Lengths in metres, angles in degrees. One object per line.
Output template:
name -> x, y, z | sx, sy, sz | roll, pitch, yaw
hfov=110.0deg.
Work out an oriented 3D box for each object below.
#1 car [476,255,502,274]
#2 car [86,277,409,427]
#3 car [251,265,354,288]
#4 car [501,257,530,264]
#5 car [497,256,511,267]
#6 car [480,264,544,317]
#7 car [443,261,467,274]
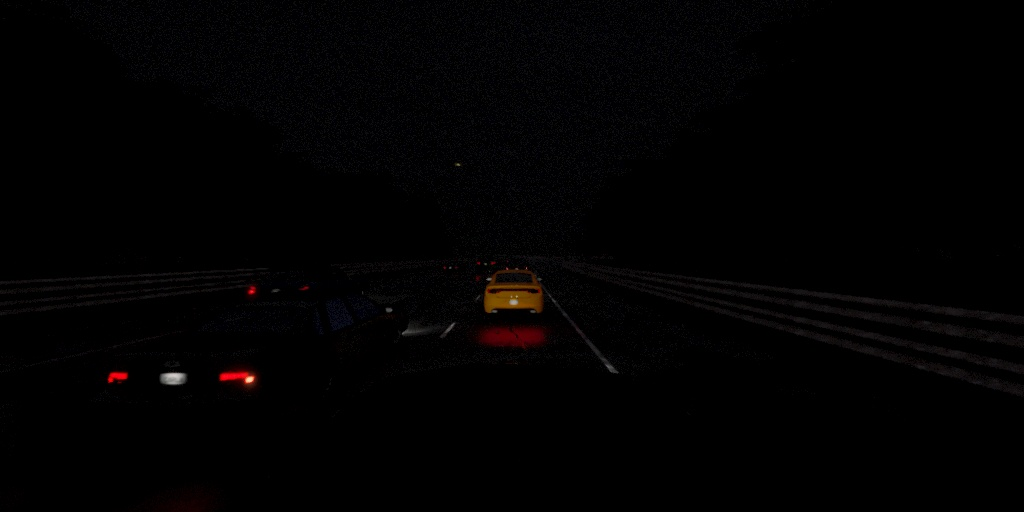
car -> -2.633, 0.930, 40.156 | 2.150, 2.045, 5.566 | 0, 0, 3
car -> -3.406, 1.293, 6.145 | 2.033, 1.411, 5.357 | 0, 0, 1
car -> -6.841, 1.092, 12.603 | 2.097, 1.767, 4.553 | 0, 0, 1
car -> 0.463, 1.080, 31.037 | 2.097, 1.767, 4.553 | 0, 0, 2
car -> -1.406, 0.978, 64.450 | 2.097, 1.767, 4.553 | 0, 0, 3
car -> 0.082, 1.222, 13.143 | 1.882, 1.535, 5.008 | 0, 0, 1
car -> -6.247, 1.254, 39.506 | 2.033, 1.411, 5.357 | 0, 0, 3
